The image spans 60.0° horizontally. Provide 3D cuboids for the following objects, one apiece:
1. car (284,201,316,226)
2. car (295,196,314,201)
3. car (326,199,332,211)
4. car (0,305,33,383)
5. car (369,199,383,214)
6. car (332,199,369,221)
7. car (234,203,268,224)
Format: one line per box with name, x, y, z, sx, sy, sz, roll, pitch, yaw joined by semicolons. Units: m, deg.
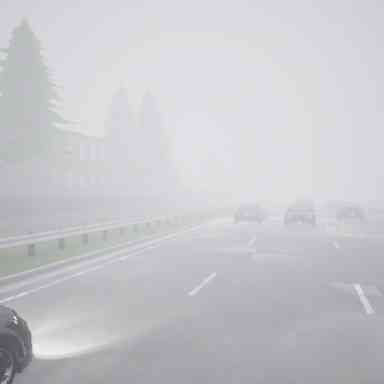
car;7.430;1.550;22.754;1.895;1.301;4.718;0;0;19
car;12.922;1.266;38.267;2.097;1.767;4.553;0;0;19
car;16.941;1.467;39.147;1.994;1.385;4.181;0;0;20
car;-3.418;1.567;2.596;1.994;1.385;4.181;0;0;19
car;18.524;1.436;33.138;1.812;1.442;4.674;0;0;20
car;12.385;1.459;26.289;1.812;1.442;4.674;0;0;20
car;4.428;1.516;24.765;1.994;1.385;4.181;0;0;19
